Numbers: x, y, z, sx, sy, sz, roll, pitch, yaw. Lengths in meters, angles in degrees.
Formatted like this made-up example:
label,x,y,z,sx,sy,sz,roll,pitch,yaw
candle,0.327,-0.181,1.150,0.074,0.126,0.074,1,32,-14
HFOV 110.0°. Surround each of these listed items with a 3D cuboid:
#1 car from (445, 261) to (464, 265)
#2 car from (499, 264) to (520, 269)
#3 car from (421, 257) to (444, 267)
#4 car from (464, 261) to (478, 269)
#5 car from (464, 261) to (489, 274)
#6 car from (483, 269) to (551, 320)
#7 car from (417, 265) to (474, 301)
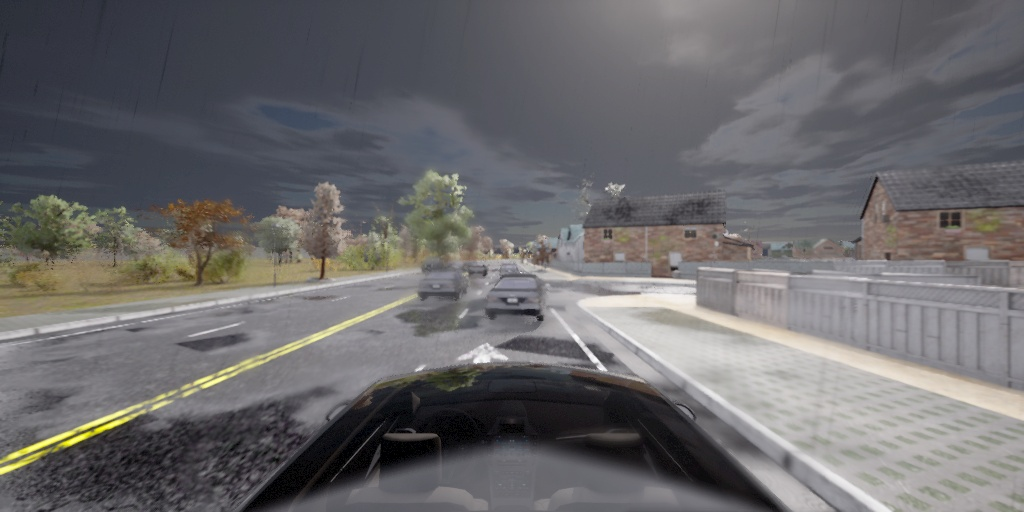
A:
label,x,y,z,sx,sy,sz,roll,pitch,yaw
car,-7.129,1.438,47.878,2.128,1.511,4.902,0,0,-1
car,-0.250,1.432,33.205,2.033,1.411,5.357,0,0,-1
car,-10.375,1.166,47.291,2.150,2.045,5.566,0,0,-1
car,-7.285,1.567,64.396,1.994,1.385,4.181,0,0,0
car,-3.572,1.400,38.597,2.128,1.511,4.902,0,0,-1
car,0.341,1.346,12.837,2.033,1.411,5.357,0,0,7
car,-3.298,1.370,17.968,2.033,1.411,5.357,0,0,-1
